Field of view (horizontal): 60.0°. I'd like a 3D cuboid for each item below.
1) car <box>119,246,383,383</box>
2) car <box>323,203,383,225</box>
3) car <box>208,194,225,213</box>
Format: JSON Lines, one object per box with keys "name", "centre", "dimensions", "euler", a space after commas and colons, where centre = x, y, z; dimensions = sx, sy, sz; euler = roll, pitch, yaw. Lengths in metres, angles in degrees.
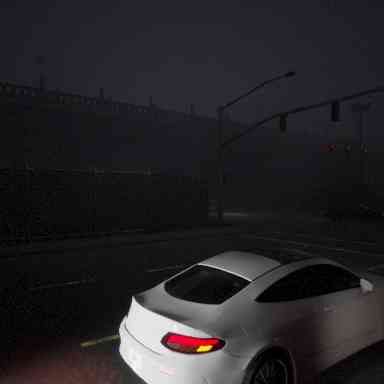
{"name": "car", "centre": [1.312, 1.526, 4.720], "dimensions": [4.674, 1.442, 1.812], "euler": [0, 0, -35]}
{"name": "car", "centre": [12.183, 1.553, 24.637], "dimensions": [4.674, 1.442, 1.812], "euler": [-1, 0, 42]}
{"name": "car", "centre": [1.364, 1.276, 38.414], "dimensions": [2.150, 2.045, 5.566], "euler": [0, 0, -35]}
